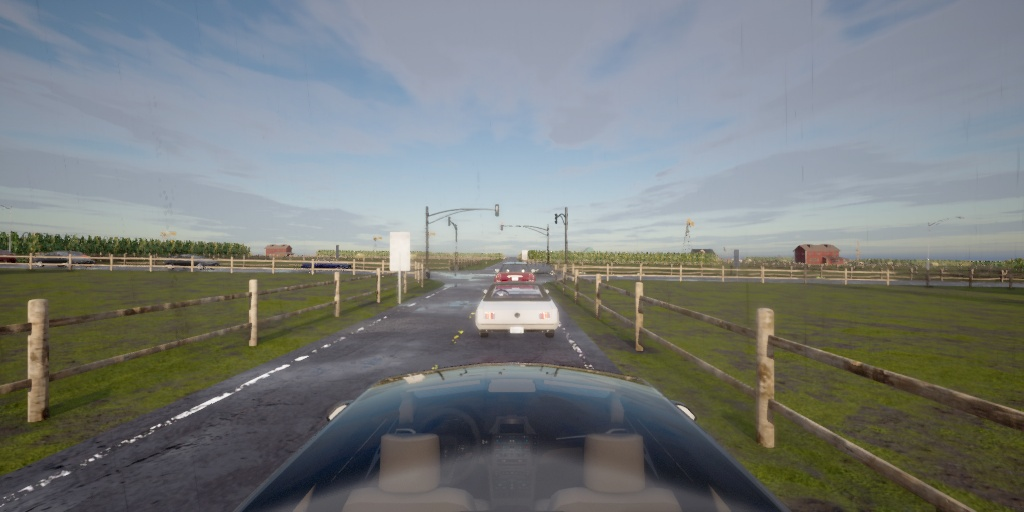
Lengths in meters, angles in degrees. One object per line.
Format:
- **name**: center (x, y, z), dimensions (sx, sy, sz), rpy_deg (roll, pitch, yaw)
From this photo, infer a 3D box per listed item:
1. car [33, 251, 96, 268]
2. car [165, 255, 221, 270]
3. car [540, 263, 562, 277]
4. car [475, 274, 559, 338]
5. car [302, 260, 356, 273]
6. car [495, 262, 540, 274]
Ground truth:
- **car**: center (-45.914, 0.434, 36.855), dimensions (4.892, 1.490, 1.837), rpy_deg (1, 0, 0)
- **car**: center (-32.673, 0.672, 36.793), dimensions (4.892, 1.490, 1.837), rpy_deg (1, 0, 0)
- **car**: center (3.001, 1.391, 36.684), dimensions (4.181, 1.385, 1.994), rpy_deg (1, 0, 0)
- **car**: center (0.123, 1.351, 10.158), dimensions (1.895, 1.301, 4.718), rpy_deg (0, 0, 0)
- **car**: center (-18.663, 1.022, 36.747), dimensions (4.718, 1.301, 1.895), rpy_deg (1, 0, 0)
- **car**: center (0.178, 1.103, 19.146), dimensions (2.097, 1.767, 4.553), rpy_deg (0, 0, 1)
